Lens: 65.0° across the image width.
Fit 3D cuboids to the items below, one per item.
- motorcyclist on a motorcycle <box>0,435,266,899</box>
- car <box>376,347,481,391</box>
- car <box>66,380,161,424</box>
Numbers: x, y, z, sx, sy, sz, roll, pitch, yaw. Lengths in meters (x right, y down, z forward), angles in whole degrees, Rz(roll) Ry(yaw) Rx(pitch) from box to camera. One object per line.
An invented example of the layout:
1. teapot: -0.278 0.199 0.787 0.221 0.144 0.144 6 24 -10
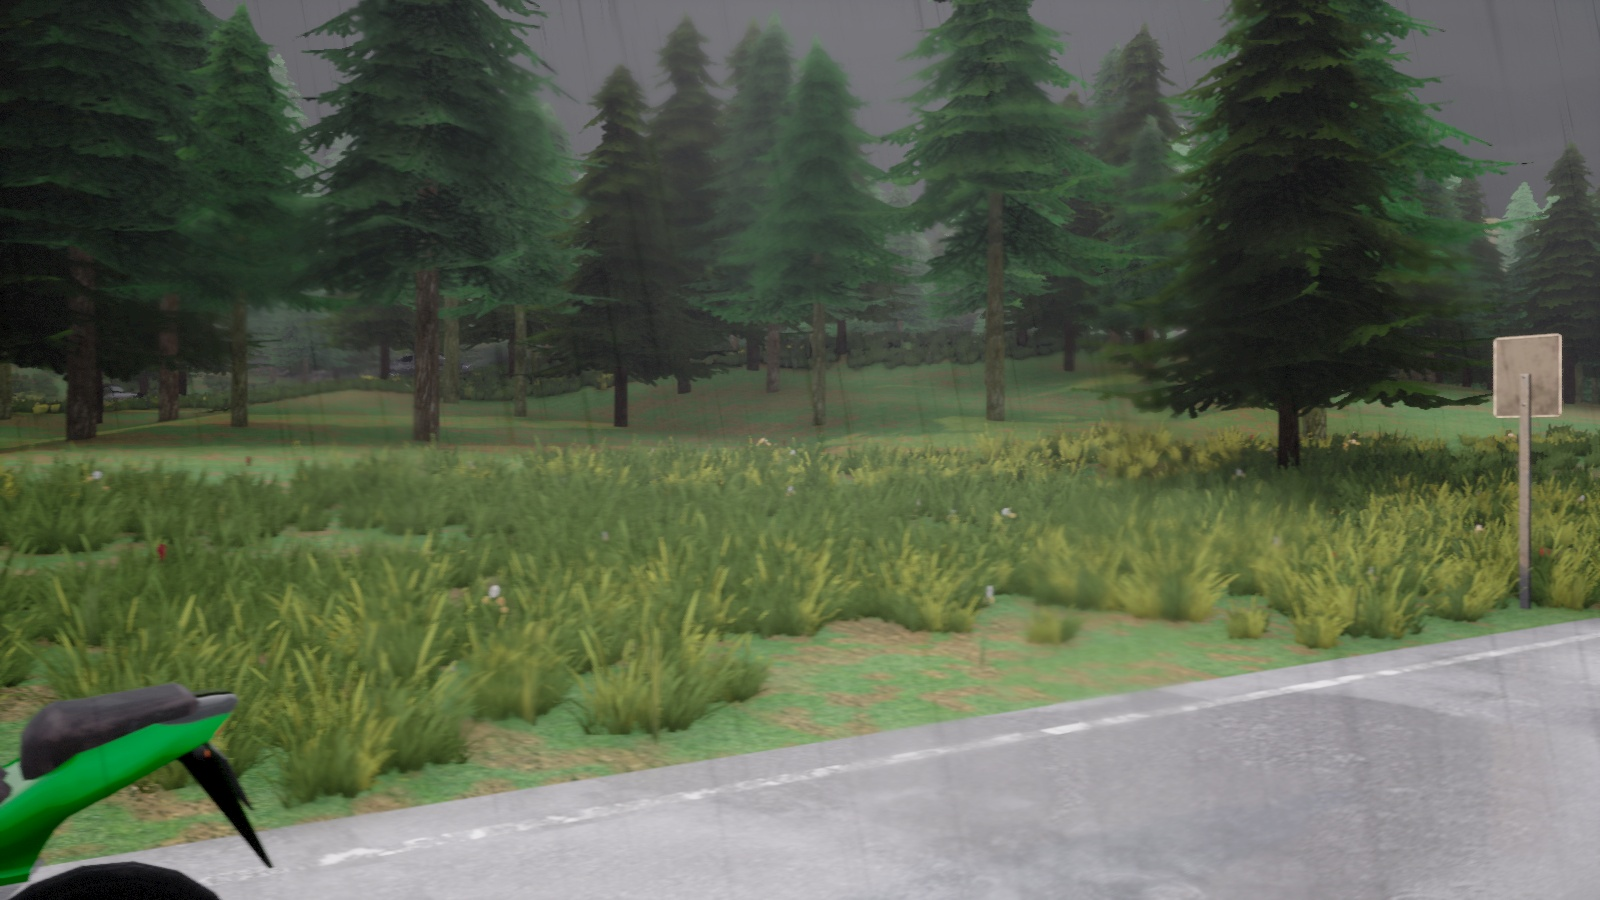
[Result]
1. motorcyclist on a motorcycle: -2.108 0.737 2.191 2.044 1.523 0.797 0 0 -35
2. car: -18.659 -4.040 63.080 4.892 1.490 1.837 -6 -2 21
3. car: -36.513 -2.544 66.820 3.866 1.878 1.905 -5 0 -1
